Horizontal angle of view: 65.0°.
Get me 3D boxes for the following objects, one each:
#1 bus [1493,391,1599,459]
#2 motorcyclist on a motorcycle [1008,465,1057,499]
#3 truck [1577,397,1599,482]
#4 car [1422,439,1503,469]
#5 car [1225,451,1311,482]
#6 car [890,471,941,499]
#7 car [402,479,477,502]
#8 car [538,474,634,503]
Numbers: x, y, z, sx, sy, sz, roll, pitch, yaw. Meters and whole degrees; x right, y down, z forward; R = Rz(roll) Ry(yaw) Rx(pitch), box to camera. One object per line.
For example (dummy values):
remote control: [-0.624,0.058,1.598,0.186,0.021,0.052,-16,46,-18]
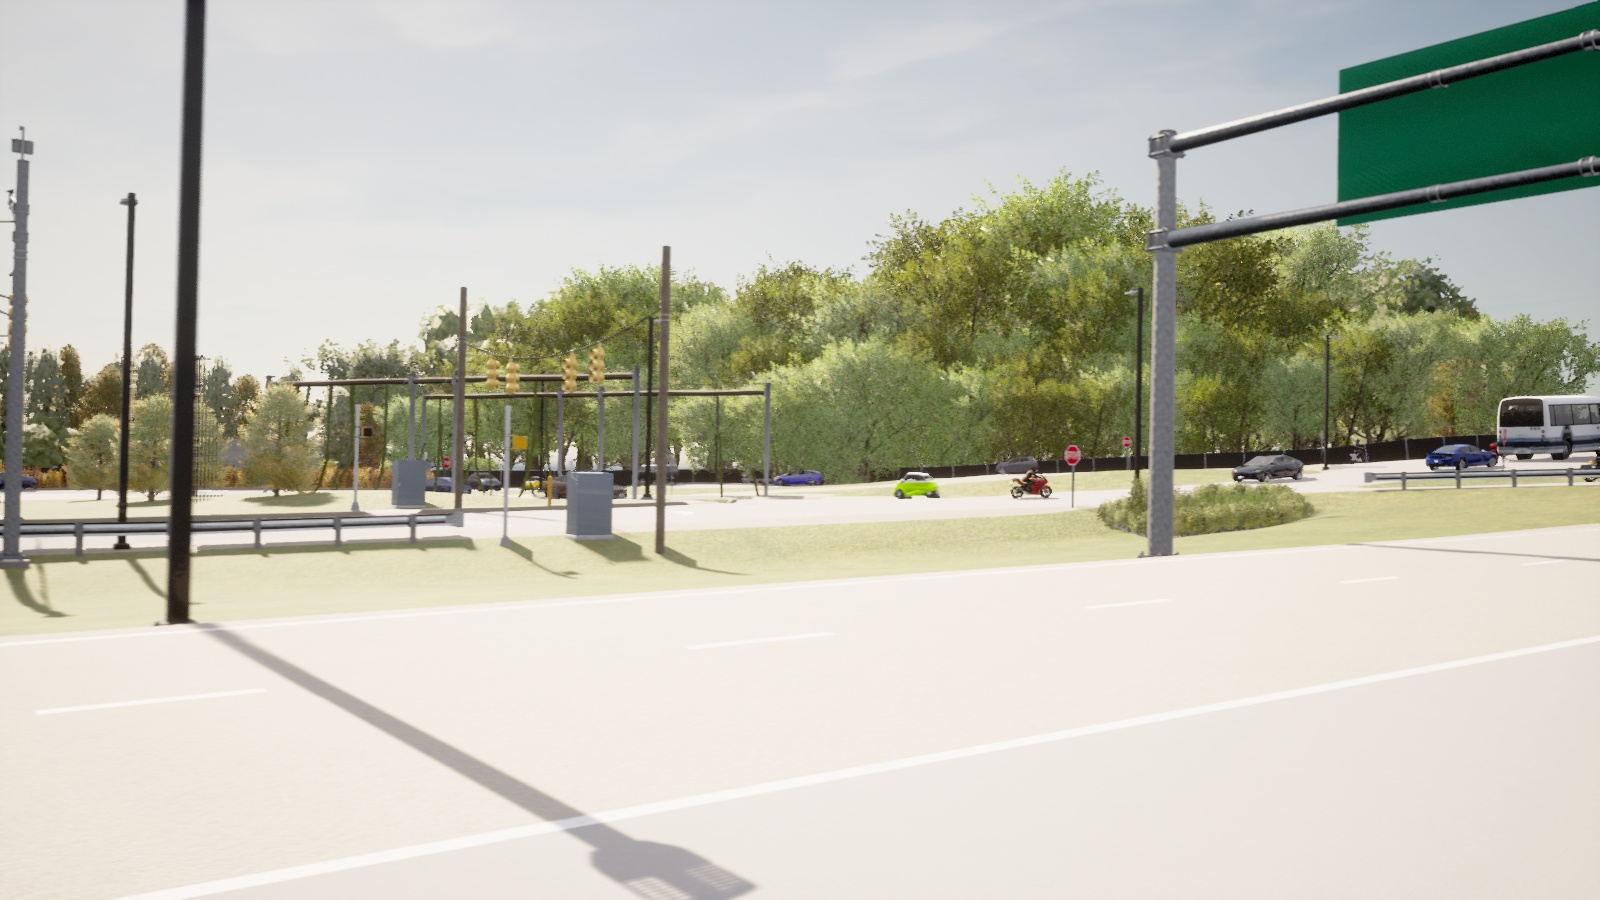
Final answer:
bus: [51.507,-1.764,84.948,10.273,4.253,3.944,-3,1,-35]
motorcyclist on a motorcycle: [10.860,1.478,58.718,2.044,1.523,0.797,-1,-1,-7]
truck: [36.863,-0.566,51.417,7.936,3.462,2.891,-2,-1,11]
car: [40.060,0.219,75.907,5.008,1.535,1.882,-3,1,-29]
car: [26.582,0.929,71.262,4.792,1.488,2.163,-3,1,-34]
car: [5.869,1.787,63.637,2.207,1.376,1.481,-1,-1,25]
car: [-22.943,2.554,79.823,4.674,1.442,1.812,-1,-2,29]
car: [-11.556,2.093,67.765,4.792,1.488,2.163,-2,-2,29]
